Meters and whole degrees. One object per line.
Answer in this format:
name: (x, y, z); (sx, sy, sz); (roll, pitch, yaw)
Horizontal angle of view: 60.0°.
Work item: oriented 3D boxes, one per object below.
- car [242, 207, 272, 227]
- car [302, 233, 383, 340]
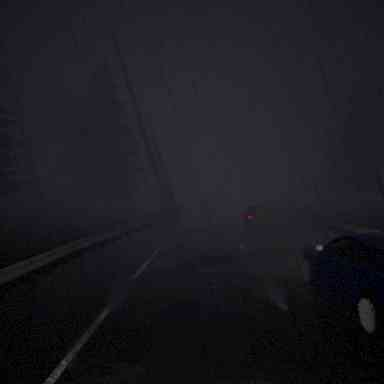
car: (4.868, 1.814, 25.350); (2.033, 1.411, 5.357); (0, -1, 5)
car: (3.741, 1.552, 6.673); (1.882, 1.535, 5.008); (0, -1, 1)
